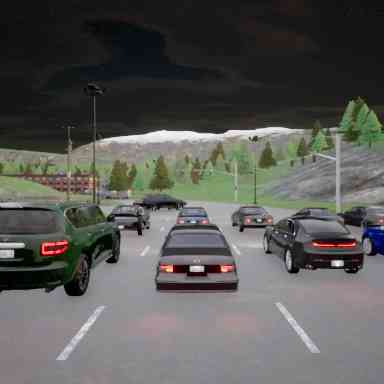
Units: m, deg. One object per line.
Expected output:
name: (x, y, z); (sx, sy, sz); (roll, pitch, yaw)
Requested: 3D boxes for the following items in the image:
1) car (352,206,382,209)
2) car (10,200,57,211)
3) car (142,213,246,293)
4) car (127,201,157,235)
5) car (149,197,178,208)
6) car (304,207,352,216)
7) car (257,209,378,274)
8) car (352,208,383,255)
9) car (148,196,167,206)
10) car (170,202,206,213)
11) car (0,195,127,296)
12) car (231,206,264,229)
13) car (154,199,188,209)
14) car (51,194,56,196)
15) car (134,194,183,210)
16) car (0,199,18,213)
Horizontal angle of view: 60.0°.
car: (10.528, 1.547, 20.036); (2.033, 1.411, 5.357); (0, 0, -1)
car: (-18.762, 1.601, 39.484); (4.718, 1.301, 1.895); (0, 0, -1)
car: (0.085, 1.547, 9.000); (2.033, 1.411, 5.357); (0, 0, 0)
car: (-3.453, 1.492, 18.611); (2.128, 1.511, 4.902); (0, 0, 0)
car: (-4.216, 1.505, 50.166); (1.837, 1.490, 4.892); (2, 1, 29)
car: (7.039, 1.564, 19.064); (1.994, 1.385, 4.181); (0, 0, 0)
car: (3.580, 1.505, 10.592); (1.837, 1.490, 4.892); (0, 0, 0)
car: (7.079, 1.478, 10.076); (1.882, 1.535, 5.008); (0, 0, 0)
car: (-5.781, 1.525, 56.168); (1.812, 1.442, 4.674); (1, 0, 11)
car: (0.050, 1.547, 19.070); (2.033, 1.411, 5.357); (0, 0, 0)
car: (-3.417, 1.221, 8.757); (2.150, 2.045, 5.566); (0, 0, 0)
car: (3.527, 1.547, 20.085); (2.033, 1.411, 5.357); (0, 0, -1)
car: (-2.842, 1.601, 45.344); (1.895, 1.301, 4.718); (0, 0, 40)
car: (-19.155, 1.352, 46.516); (4.553, 1.767, 2.097); (0, 0, -2)
car: (-3.578, 1.221, 39.763); (5.566, 2.045, 2.150); (0, 1, -36)
car: (-21.821, 1.491, 35.925); (4.902, 1.511, 2.128); (0, 0, -1)
